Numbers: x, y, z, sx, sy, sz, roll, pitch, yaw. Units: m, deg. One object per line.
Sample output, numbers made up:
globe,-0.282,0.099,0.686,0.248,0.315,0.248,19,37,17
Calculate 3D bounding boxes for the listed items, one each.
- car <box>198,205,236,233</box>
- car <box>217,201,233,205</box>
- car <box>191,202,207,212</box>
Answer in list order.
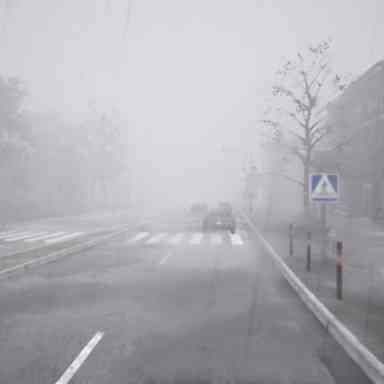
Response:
car,1.737,1.738,20.923,1.994,1.385,4.181,0,0,6
car,4.349,1.881,44.375,2.128,1.511,4.902,0,0,7
car,1.013,1.959,43.793,1.895,1.301,4.718,0,0,7
